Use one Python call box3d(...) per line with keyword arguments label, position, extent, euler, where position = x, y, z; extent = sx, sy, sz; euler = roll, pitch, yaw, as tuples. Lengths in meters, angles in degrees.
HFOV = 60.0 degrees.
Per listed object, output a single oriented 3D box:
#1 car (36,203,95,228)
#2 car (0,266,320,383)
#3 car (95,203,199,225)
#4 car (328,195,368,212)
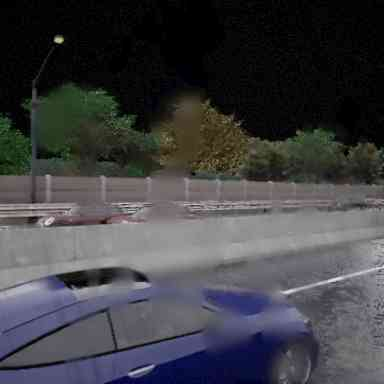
box3d(label="car", position=(-5.568, 1.379, 17.213), extent=(4.553, 1.767, 2.097), euler=(0, 0, -35))
box3d(label="car", position=(-0.664, 1.533, 3.395), extent=(4.674, 1.442, 1.812), euler=(0, 0, -35))
box3d(label="car", position=(-1.821, 1.389, 15.587), extent=(4.553, 1.767, 2.097), euler=(0, 0, -35))
box3d(label="car", position=(17.962, 1.381, 38.271), extent=(5.566, 2.045, 2.150), euler=(1, 0, -35))
